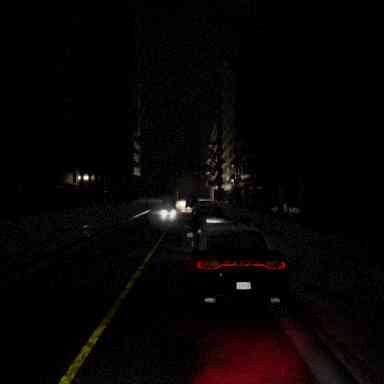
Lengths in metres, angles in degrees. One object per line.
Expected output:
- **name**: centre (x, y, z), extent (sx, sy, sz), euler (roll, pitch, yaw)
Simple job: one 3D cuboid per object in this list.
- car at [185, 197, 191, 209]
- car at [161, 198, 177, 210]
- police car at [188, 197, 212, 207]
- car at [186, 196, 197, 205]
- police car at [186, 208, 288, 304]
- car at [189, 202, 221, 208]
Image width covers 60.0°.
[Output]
- **car**: centre (-0.003, 1.548, 46.242), extent (1.837, 1.490, 4.892), euler (0, 0, 0)
- **car**: centre (-3.015, 1.531, 44.201), extent (2.128, 1.511, 4.902), euler (0, 0, 0)
- **police car**: centre (0.892, 1.439, 24.372), extent (1.930, 1.638, 5.238), euler (0, 0, 0)
- **car**: centre (-0.019, 1.555, 59.844), extent (1.882, 1.535, 5.008), euler (0, 0, 0)
- **police car**: centre (0.897, 1.428, 8.372), extent (1.930, 1.638, 5.238), euler (0, 0, 0)
- **car**: centre (0.895, 1.514, 18.262), extent (1.837, 1.490, 4.892), euler (0, 0, 0)
